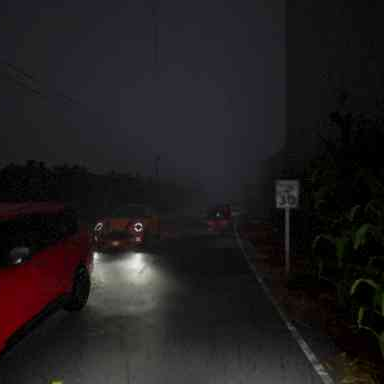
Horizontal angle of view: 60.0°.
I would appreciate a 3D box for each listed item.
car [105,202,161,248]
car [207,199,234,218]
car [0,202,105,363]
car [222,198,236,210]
[{"bbox_3d":[-2.700,1.350,14.735,2.097,1.767,4.553,0,0,4],"label":"car"},{"bbox_3d":[2.497,1.594,29.678,1.895,1.301,4.718,0,0,9],"label":"car"},{"bbox_3d":[-3.163,1.221,4.825,2.150,2.045,5.566,0,0,1],"label":"car"},{"bbox_3d":[4.548,1.480,42.214,2.128,1.511,4.902,0,0,10],"label":"car"}]
